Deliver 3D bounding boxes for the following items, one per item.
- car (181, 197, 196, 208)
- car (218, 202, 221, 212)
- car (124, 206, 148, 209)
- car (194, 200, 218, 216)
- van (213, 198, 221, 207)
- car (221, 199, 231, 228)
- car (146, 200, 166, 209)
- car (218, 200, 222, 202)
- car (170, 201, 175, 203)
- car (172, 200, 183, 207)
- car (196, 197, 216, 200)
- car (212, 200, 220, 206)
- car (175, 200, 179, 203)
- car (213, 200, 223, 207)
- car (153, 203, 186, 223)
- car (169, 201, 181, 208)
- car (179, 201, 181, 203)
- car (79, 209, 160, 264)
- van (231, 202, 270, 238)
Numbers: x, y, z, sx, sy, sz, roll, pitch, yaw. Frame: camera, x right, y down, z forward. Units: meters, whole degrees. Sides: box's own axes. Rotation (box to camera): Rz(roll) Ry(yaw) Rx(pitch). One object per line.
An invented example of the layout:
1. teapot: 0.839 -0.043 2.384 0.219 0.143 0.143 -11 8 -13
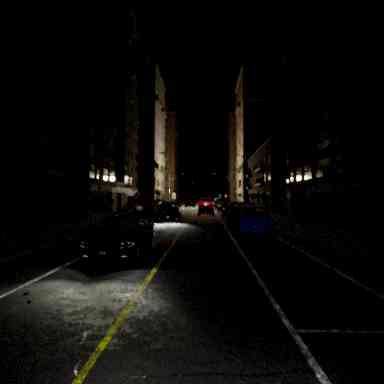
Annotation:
1. car: -0.454 2.326 64.519 1.882 1.535 5.008 0 -1 3
2. car: 4.109 2.067 36.384 1.802 1.307 4.206 1 -1 2
3. car: -4.871 1.904 25.402 1.802 1.307 4.206 1 -1 2
4. car: 1.624 2.002 38.649 2.128 1.511 4.902 0 -1 2
5. van: 5.726 2.352 76.065 1.690 1.788 3.998 1 -1 2
6. car: 3.651 1.649 25.052 2.192 1.841 5.009 1 -1 2
7. car: -4.408 1.913 36.739 1.967 1.590 4.097 1 -1 2
8. car: 4.570 2.202 47.721 1.947 1.339 4.313 1 -1 2
9. car: -3.949 2.206 48.073 1.802 1.307 4.206 1 -1 2
10. car: -3.026 2.469 70.744 1.887 1.381 4.507 1 -1 2
11. car: 2.027 1.864 48.561 2.150 2.045 5.566 0 -1 2
12. car: 5.961 2.613 81.901 1.752 1.417 4.829 1 -1 2
13. car: -3.718 2.250 53.741 2.008 1.369 4.403 1 -1 2
14. car: 5.500 2.464 70.565 1.752 1.417 4.829 1 -1 2
15. car: -1.939 1.950 29.775 1.994 1.385 4.181 0 -1 2
16. car: -3.257 2.416 65.077 1.947 1.339 4.313 1 -1 2
17. car: -3.487 2.341 59.409 1.947 1.339 4.313 1 -1 2
18. car: -2.633 1.638 12.664 1.882 1.535 5.008 0 -1 2
19. van: 3.420 1.601 19.384 1.690 1.788 3.998 1 -1 2
